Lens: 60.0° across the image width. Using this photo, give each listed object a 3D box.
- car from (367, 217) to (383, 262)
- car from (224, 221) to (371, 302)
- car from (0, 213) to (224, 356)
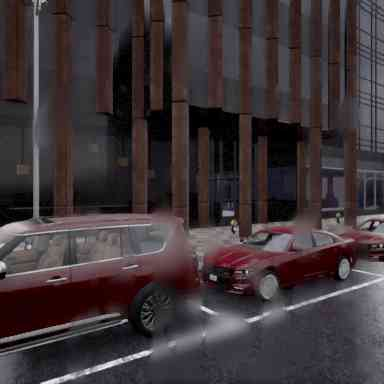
[{"bbox_3d":[6.723,1.547,11.416,4.507,1.381,1.887,0,0,-35],"label":"car"},{"bbox_3d":[2.274,1.545,8.255,4.507,1.381,1.887,0,0,-35],"label":"car"},{"bbox_3d":[-2.174,1.315,5.095,5.009,1.841,2.192,0,0,-35],"label":"car"}]
